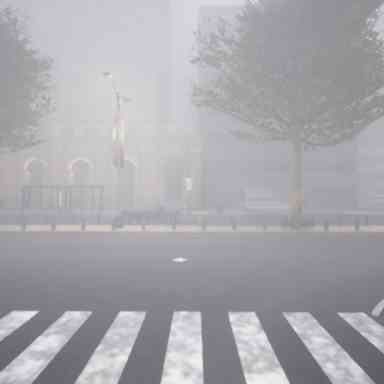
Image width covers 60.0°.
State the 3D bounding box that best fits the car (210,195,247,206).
[{"bbox_3d":[5.128,1.376,45.974,4.786,1.482,2.161,0,0,1],"label":"car"}]

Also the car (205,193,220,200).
[{"bbox_3d":[5.281,0.964,76.076,5.566,2.045,2.435,0,0,1],"label":"car"}]

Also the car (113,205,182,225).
[{"bbox_3d":[-3.075,1.578,23.417,4.718,1.301,1.895,0,0,1],"label":"car"}]

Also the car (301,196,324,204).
[{"bbox_3d":[17.401,1.287,49.861,4.674,1.452,2.002,0,0,1],"label":"car"}]

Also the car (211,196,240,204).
[{"bbox_3d":[5.763,1.415,57.565,4.718,1.301,1.895,0,0,1],"label":"car"}]
